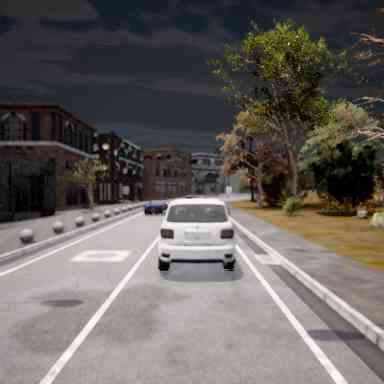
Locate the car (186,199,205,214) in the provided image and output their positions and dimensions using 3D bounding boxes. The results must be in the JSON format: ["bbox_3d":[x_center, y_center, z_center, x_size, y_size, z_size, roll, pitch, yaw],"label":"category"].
[{"bbox_3d":[0.331,1.492,35.438,1.895,1.301,4.718,0,0,0],"label":"car"}]

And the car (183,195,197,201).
[{"bbox_3d":[-0.357,1.287,72.381,1.895,1.301,4.718,0,1,14],"label":"car"}]

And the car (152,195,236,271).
[{"bbox_3d":[0.152,1.223,11.117,2.150,2.045,5.566,0,0,0],"label":"car"}]

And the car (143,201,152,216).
[{"bbox_3d":[-3.390,1.509,31.442,1.895,1.301,4.718,0,0,0],"label":"car"}]
